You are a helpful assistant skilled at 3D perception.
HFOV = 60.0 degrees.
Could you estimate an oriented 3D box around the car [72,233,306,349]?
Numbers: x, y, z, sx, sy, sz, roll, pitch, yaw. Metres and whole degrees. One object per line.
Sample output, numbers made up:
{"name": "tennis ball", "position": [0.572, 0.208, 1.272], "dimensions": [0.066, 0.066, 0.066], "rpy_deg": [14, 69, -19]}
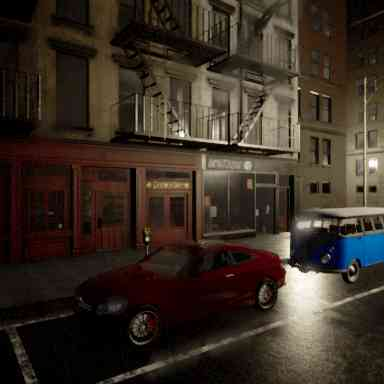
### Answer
{"name": "car", "position": [-0.005, 1.582, 6.176], "dimensions": [4.206, 1.307, 1.802], "rpy_deg": [0, 0, -35]}

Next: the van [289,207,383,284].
{"name": "van", "position": [4.410, 1.341, 9.296], "dimensions": [3.998, 1.788, 1.690], "rpy_deg": [0, 0, -35]}
